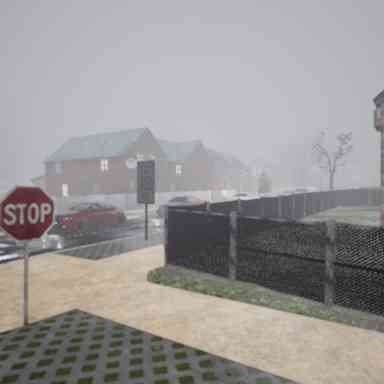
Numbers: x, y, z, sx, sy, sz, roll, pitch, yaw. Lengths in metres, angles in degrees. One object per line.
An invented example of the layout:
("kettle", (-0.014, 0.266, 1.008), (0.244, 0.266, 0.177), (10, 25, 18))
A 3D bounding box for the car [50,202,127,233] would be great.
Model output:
("car", (-5.436, 1.244, 17.475), (1.994, 1.385, 4.181), (0, 1, 34))

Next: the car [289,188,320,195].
("car", (14.247, 0.303, 41.951), (2.097, 1.767, 4.553), (0, 1, 34))

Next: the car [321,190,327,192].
("car", (19.685, 0.335, 50.264), (1.895, 1.301, 4.718), (0, 1, 34))

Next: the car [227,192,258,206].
("car", (5.210, 0.748, 33.549), (1.812, 1.442, 4.674), (0, 1, 34))

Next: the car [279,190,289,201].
("car", (13.425, 0.436, 45.806), (2.033, 1.411, 5.357), (0, 1, 34))

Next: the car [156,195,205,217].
("car", (-0.688, 1.000, 24.650), (1.812, 1.442, 4.674), (0, 2, 33))
